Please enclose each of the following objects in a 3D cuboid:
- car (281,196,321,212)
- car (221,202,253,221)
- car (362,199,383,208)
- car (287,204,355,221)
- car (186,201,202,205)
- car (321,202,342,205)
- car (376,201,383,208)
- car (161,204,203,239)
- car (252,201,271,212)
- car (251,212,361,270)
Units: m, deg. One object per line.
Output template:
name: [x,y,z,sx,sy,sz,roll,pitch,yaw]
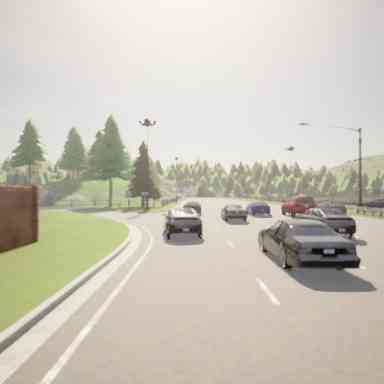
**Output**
car: [10.596,1.454,33.374,2.150,2.045,5.566,0,0,0]
car: [3.595,1.749,28.910,2.033,1.411,5.357,0,0,0]
car: [28.273,1.831,51.004,5.008,1.535,1.882,0,0,34]
car: [7.098,1.618,18.150,2.128,1.511,4.902,0,0,0]
car: [0.094,1.727,35.868,1.882,1.535,5.008,0,0,0]
car: [14.094,1.729,34.243,2.128,1.511,4.902,0,0,0]
car: [10.598,1.455,14.714,2.097,1.767,4.553,0,0,0]
car: [-0.611,1.620,18.383,2.128,1.511,4.902,0,0,-8]
car: [7.095,1.727,35.874,1.882,1.535,5.008,0,0,0]
car: [3.599,1.626,11.241,2.033,1.411,5.357,0,0,0]
